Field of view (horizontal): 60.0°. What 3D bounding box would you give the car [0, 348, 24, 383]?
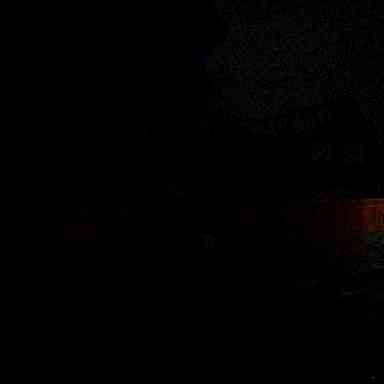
[{"bbox_3d":[-3.180,1.572,0.763,5.357,1.411,2.033,-1,1,-36],"label":"car"}]
